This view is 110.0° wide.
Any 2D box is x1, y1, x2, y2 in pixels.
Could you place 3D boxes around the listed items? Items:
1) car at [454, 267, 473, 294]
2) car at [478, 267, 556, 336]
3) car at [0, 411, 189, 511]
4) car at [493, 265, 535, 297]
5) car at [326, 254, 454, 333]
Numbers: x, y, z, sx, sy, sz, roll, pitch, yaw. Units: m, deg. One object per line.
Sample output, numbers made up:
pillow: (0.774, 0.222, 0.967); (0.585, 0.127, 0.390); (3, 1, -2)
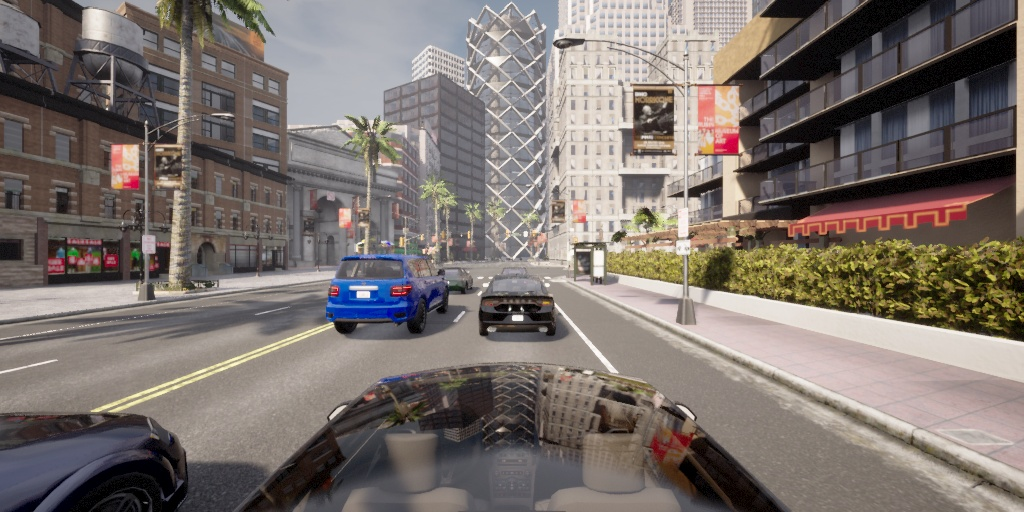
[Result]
car: (-3.355, 1.314, 20.214); (1.994, 1.385, 4.181); (0, 0, 0)
car: (0.128, 1.228, 10.451); (1.882, 1.535, 5.008); (0, 0, 0)
car: (-3.341, 1.314, 0.846); (1.994, 1.385, 4.181); (0, 0, 0)
car: (0.139, 1.297, 20.041); (2.033, 1.411, 5.357); (0, 0, 0)
car: (-3.379, 0.971, 10.855); (2.150, 2.045, 5.566); (0, 0, 0)
